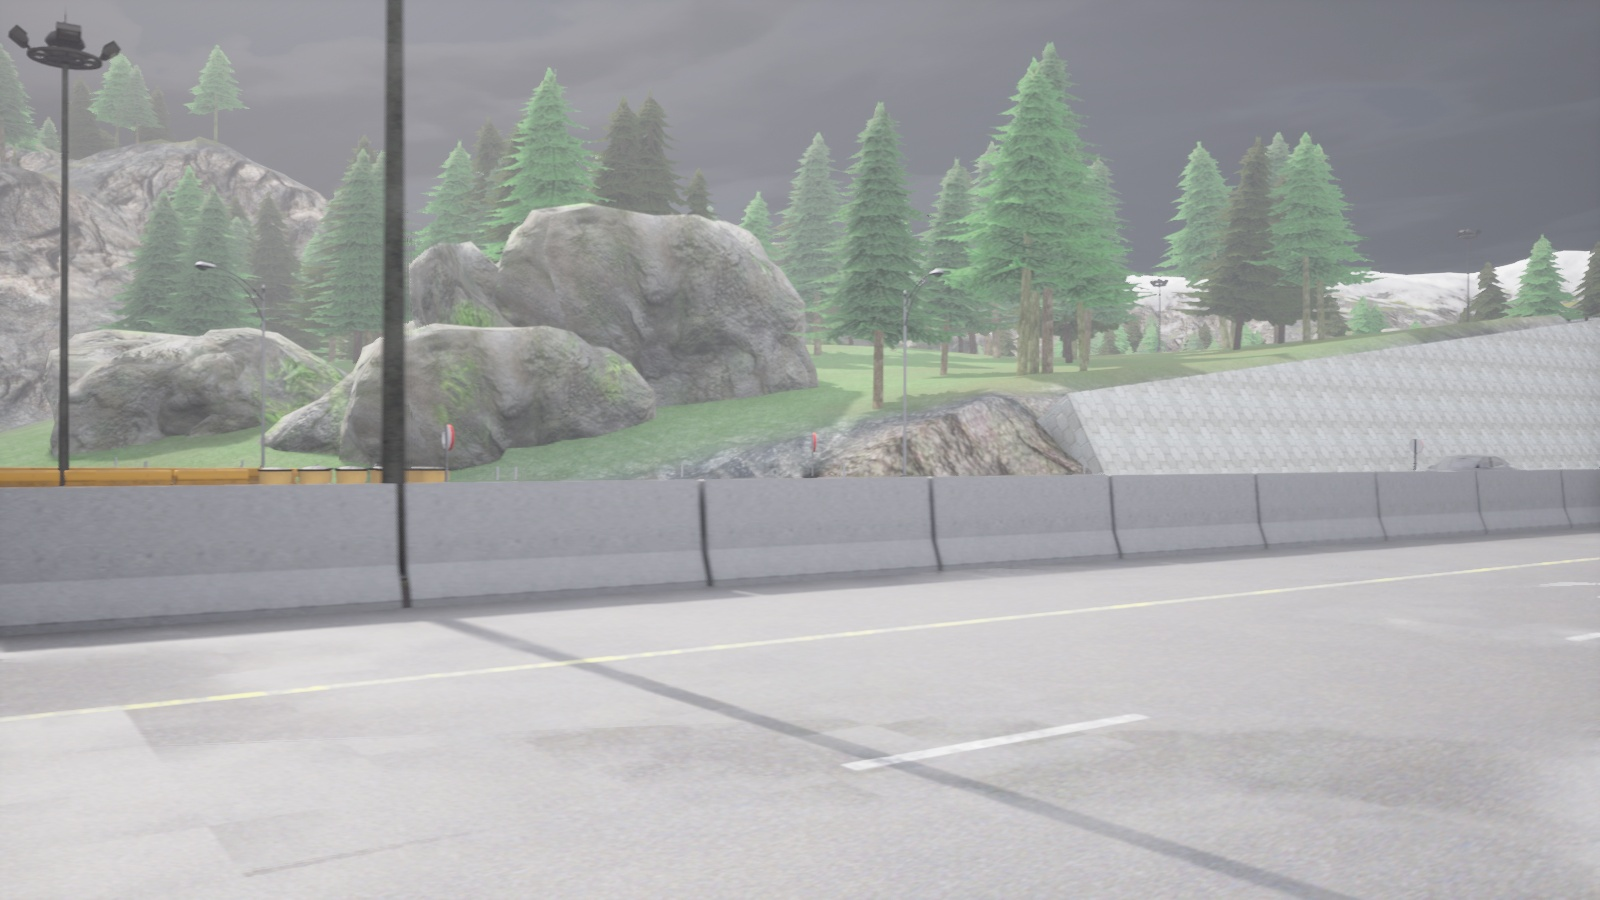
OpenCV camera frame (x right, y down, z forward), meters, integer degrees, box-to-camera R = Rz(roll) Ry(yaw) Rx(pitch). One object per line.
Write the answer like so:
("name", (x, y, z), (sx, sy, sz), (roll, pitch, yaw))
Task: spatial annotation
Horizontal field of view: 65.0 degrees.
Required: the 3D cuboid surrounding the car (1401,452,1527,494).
("car", (24.509, 0.806, 46.304), (4.792, 1.488, 2.163), (0, 0, -35))
